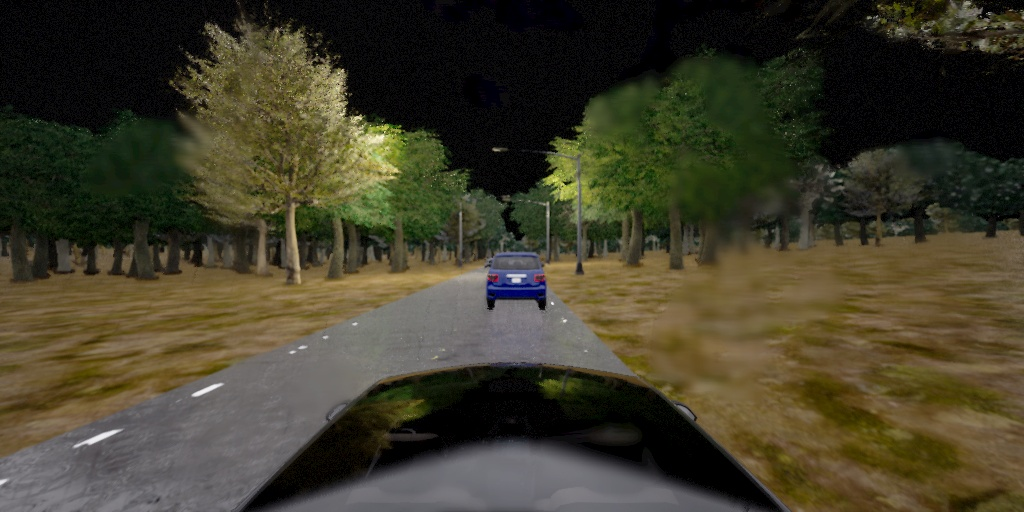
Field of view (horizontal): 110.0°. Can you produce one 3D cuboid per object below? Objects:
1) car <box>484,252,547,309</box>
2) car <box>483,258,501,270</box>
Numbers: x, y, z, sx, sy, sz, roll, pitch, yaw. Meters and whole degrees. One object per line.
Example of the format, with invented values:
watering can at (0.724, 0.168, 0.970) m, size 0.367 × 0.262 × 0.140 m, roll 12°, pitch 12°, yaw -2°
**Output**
car at (0.177, 0.870, 14.559) m, size 2.150 × 2.045 × 5.566 m, roll 0°, pitch 1°, yaw 1°
car at (-2.640, 0.972, 47.587) m, size 2.033 × 1.411 × 5.357 m, roll 0°, pitch 0°, yaw 0°
